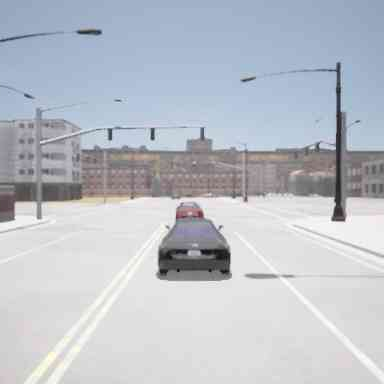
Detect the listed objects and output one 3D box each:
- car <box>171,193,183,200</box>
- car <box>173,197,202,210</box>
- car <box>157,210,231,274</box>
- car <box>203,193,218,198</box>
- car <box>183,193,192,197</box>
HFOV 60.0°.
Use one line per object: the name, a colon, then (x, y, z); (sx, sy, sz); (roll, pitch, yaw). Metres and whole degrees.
car: (-3.514, 1.012, 72.272); (1.812, 1.442, 4.674); (0, 0, 0)
car: (-0.261, 1.375, 24.718); (1.994, 1.385, 4.181); (0, 1, -4)
car: (0.064, 1.490, 10.320); (1.994, 1.385, 4.181); (0, 0, 0)
car: (5.362, 0.939, 92.687); (1.895, 1.301, 4.718); (0, 1, 44)
car: (-1.471, 0.899, 88.380); (2.128, 1.511, 4.902); (0, 0, 23)
